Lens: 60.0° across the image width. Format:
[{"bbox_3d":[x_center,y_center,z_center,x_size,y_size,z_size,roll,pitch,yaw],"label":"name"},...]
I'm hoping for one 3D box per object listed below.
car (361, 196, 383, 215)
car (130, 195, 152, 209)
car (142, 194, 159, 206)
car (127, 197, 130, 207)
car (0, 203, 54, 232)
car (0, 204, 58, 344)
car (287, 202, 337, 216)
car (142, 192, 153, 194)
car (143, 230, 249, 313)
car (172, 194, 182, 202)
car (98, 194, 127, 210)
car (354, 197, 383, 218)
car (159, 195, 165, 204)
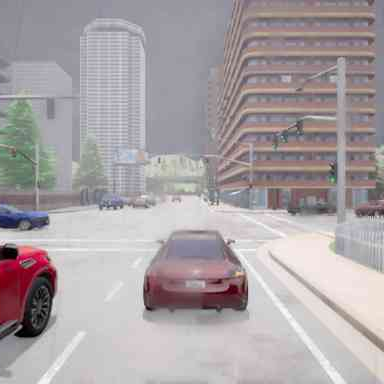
[{"bbox_3d":[19.842,1.324,34.174,4.553,1.767,2.097,0,0,-27],"label":"car"},{"bbox_3d":[-7.114,1.563,46.891,1.812,1.442,4.674,0,0,-2],"label":"car"},{"bbox_3d":[-7.126,1.570,55.748,1.812,1.442,4.674,0,0,0],"label":"car"},{"bbox_3d":[-10.627,1.569,53.789,1.812,1.442,4.674,0,0,0],"label":"car"},{"bbox_3d":[-11.022,1.474,19.595,5.008,1.535,1.882,0,0,0],"label":"car"},{"bbox_3d":[-3.433,1.224,3.482,2.150,2.045,5.566,0,0,0],"label":"car"},{"bbox_3d":[11.401,1.571,31.324,4.718,1.301,1.895,0,0,-12],"label":"car"},{"bbox_3d":[-10.551,1.285,74.750,2.150,2.045,5.566,0,0,0],"label":"car"},{"bbox_3d":[0.088,1.570,7.760,1.994,1.385,4.181,0,0,1],"label":"car"},{"bbox_3d":[-3.553,1.417,77.672,2.097,1.767,4.553,0,0,0],"label":"car"},{"bbox_3d":[-10.606,1.257,44.035,2.150,2.045,5.566,0,0,2],"label":"car"},{"bbox_3d":[16.558,1.445,29.056,5.008,1.535,1.882,0,0,-20],"label":"car"},{"bbox_3d":[-7.078,1.578,66.011,1.812,1.442,4.674,0,0,0],"label":"car"}]
